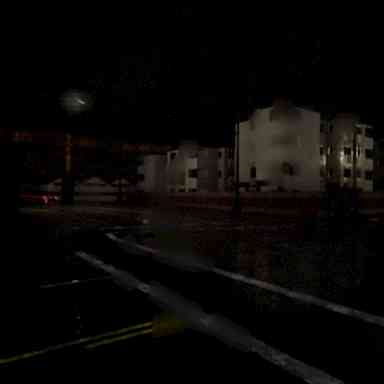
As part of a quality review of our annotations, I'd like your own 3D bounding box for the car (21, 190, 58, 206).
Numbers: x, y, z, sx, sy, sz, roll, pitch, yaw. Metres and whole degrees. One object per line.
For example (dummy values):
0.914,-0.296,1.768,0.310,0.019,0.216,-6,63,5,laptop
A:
-18.280,0.653,39.873,4.553,1.767,2.097,2,0,26,car
